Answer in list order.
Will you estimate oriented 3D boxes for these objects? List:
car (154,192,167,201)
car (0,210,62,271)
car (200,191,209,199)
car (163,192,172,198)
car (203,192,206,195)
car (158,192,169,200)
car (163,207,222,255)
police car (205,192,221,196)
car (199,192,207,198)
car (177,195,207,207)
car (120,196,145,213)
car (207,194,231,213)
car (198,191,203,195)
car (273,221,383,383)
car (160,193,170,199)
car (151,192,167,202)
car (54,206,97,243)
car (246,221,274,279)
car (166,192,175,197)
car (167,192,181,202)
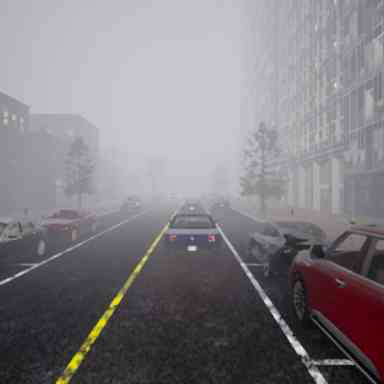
[{"bbox_3d":[-5.686,0.793,60.335,1.967,1.590,4.097,1,1,0],"label":"car"},{"bbox_3d":[-5.680,1.446,9.543,2.008,1.369,4.403,1,1,0],"label":"car"},{"bbox_3d":[2.659,0.676,71.568,1.967,1.590,4.097,1,1,0],"label":"car"},{"bbox_3d":[-5.691,0.720,77.267,1.887,1.381,4.507,1,1,0],"label":"car"},{"bbox_3d":[3.105,0.823,49.291,2.097,1.767,4.553,0,1,0],"label":"car"},{"bbox_3d":[-5.689,0.821,65.809,1.752,1.417,4.829,1,1,0],"label":"car"},{"bbox_3d":[0.032,1.462,12.681,1.895,1.301,4.718,0,1,1],"label":"car"},{"bbox_3d":[3.127,0.969,42.431,1.930,1.638,5.238,0,1,0],"label":"police car"},{"bbox_3d":[2.655,0.683,82.857,1.947,1.339,4.313,1,1,0],"label":"car"},{"bbox_3d":[0.039,1.257,28.501,1.994,1.385,4.181,0,1,1],"label":"car"},{"bbox_3d":[-5.682,1.094,32.116,1.967,1.590,4.097,1,1,0],"label":"car"},{"bbox_3d":[2.696,1.220,32.063,1.947,1.339,4.313,1,1,0],"label":"car"},{"bbox_3d":[2.659,0.920,60.282,1.947,1.339,4.313,1,1,0],"label":"car"},{"bbox_3d":[2.704,1.272,3.842,2.192,1.841,5.009,1,1,0],"label":"car"},{"bbox_3d":[-5.690,0.816,71.623,1.802,1.307,4.206,1,1,0],"label":"car"},{"bbox_3d":[-5.687,0.979,54.692,1.947,1.339,4.313,1,1,0],"label":"car"},{"bbox_3d":[-5.681,1.379,15.186,1.887,1.381,4.507,1,1,0],"label":"car"},{"bbox_3d":[2.700,1.462,9.488,1.947,1.339,4.313,1,1,0],"label":"car"},{"bbox_3d":[-5.693,0.623,88.554,1.947,1.339,4.313,1,1,0],"label":"car"},{"bbox_3d":[-3.070,0.732,57.813,2.097,1.767,4.553,0,1,0],"label":"car"}]
